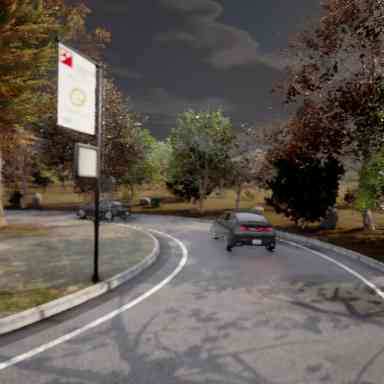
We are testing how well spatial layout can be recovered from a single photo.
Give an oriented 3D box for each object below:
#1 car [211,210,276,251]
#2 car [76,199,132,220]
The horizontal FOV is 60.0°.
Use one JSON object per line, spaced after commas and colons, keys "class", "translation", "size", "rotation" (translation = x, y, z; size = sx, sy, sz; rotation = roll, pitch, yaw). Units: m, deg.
{"class": "car", "translation": [2.057, 1.520, 14.163], "size": [1.837, 1.490, 4.892], "rotation": [2, 0, -6]}
{"class": "car", "translation": [-7.045, 1.345, 26.453], "size": [4.892, 1.490, 1.837], "rotation": [1, 0, 28]}
